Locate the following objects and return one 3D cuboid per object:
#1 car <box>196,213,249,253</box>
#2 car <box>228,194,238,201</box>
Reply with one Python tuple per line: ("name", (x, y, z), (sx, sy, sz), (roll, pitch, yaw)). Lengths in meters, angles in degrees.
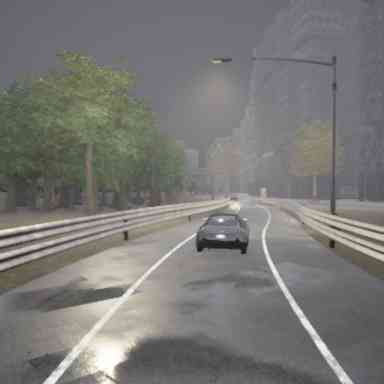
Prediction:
("car", (1.373, 1.573, 13.959), (1.994, 1.385, 4.181), (0, 0, 10))
("car", (9.557, 1.308, 79.120), (2.097, 1.767, 4.553), (0, 0, -5))
